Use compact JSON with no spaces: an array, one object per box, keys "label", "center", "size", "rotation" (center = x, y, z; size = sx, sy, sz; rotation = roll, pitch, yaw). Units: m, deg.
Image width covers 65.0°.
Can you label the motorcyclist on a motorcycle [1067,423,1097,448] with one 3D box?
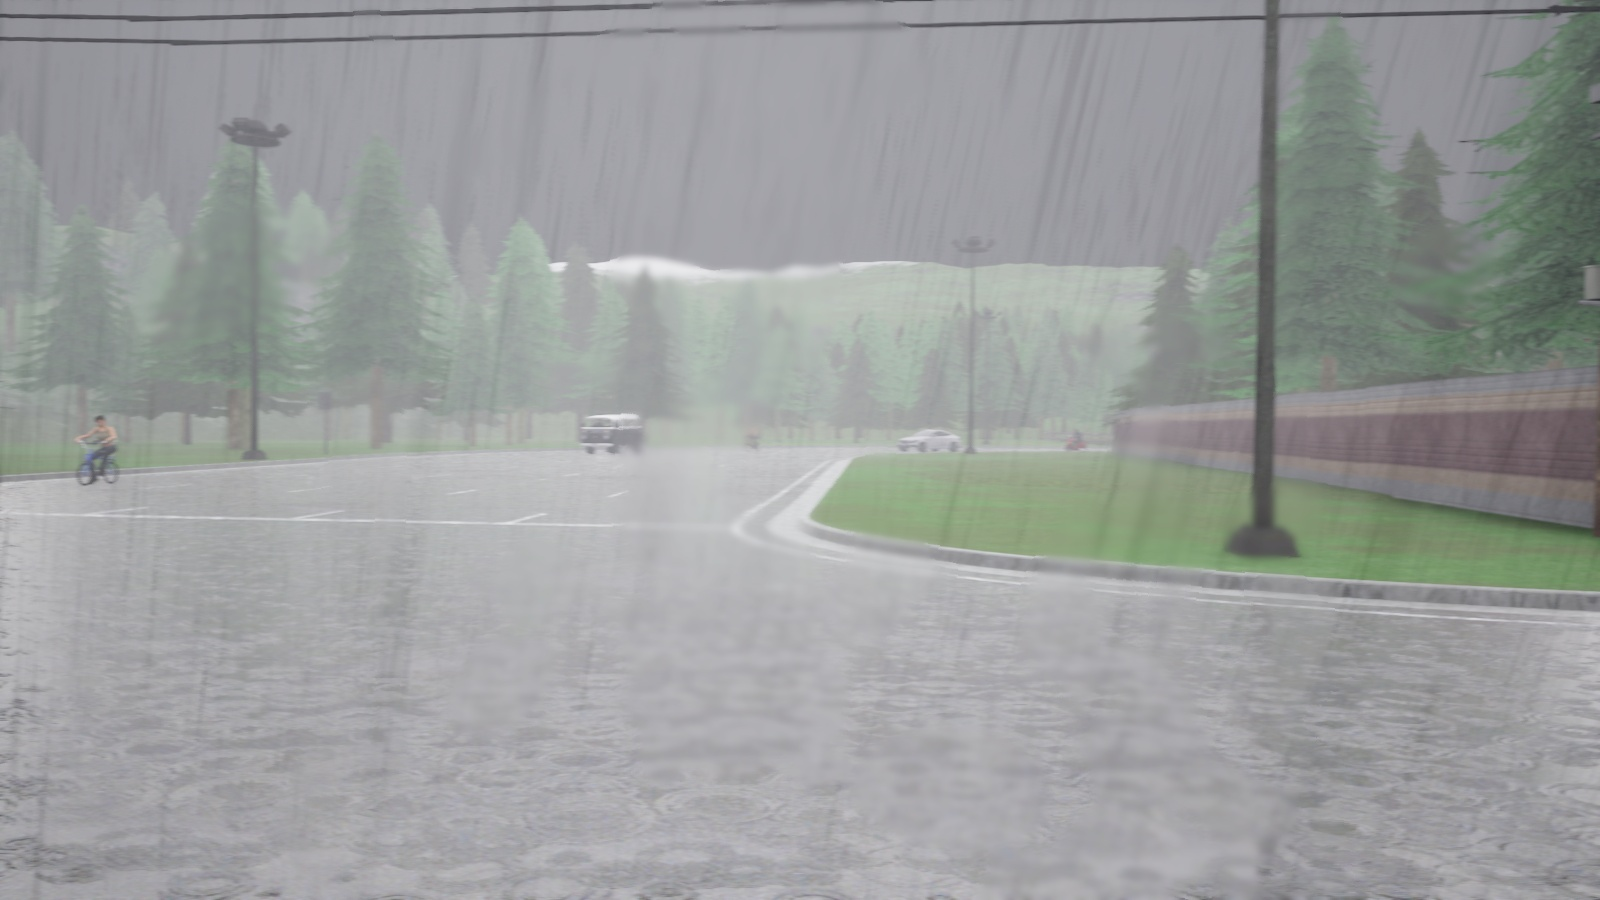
[{"label":"motorcyclist on a motorcycle","center":[18.564,-0.979,82.697],"size":[1.817,1.590,0.866],"rotation":[-1,2,-25]}]

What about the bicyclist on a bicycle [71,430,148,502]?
[{"label":"bicyclist on a bicycle","center":[-15.970,0.346,29.086],"size":[0.866,1.612,1.509],"rotation":[0,1,4]}]

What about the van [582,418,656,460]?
[{"label":"van","center":[-9.220,-0.595,64.429],"size":[2.069,2.038,4.480],"rotation":[-1,1,16]}]

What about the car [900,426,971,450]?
[{"label":"car","center":[8.692,-0.767,80.394],"size":[4.674,1.442,1.812],"rotation":[-1,1,-40]}]
